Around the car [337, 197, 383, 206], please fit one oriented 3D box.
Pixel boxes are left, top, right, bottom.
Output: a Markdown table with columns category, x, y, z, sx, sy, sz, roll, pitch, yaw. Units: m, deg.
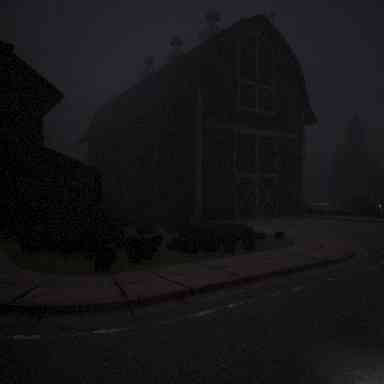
| category | x | y | z | sx | sy | sz | roll | pitch | yaw |
| --- | --- | --- | --- | --- | --- | --- | --- | --- | --- |
| car | 18.240 | 1.363 | 35.109 | 2.097 | 1.767 | 4.553 | 0 | 0 | -34 |

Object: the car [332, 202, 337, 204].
| category | x | y | z | sx | sy | sz | roll | pitch | yaw |
| --- | --- | --- | --- | --- | --- | --- | --- | --- | --- |
| car | 19.148 | 1.487 | 40.324 | 1.882 | 1.535 | 5.008 | 0 | 0 | -34 |
